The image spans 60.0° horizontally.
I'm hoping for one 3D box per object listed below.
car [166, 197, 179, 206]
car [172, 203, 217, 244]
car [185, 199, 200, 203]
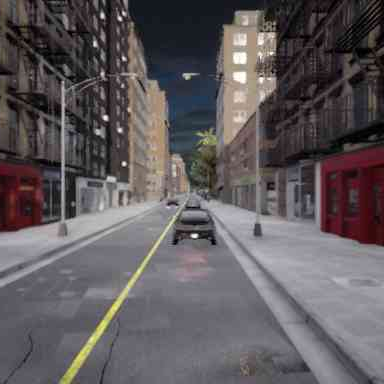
[{"bbox_3d":[-2.994,1.549,53.373,2.033,1.411,5.357,0,0,0],"label":"car"},{"bbox_3d":[0.104,1.506,15.773,1.837,1.490,4.892,0,0,0],"label":"car"},{"bbox_3d":[0.113,1.565,42.233,1.994,1.385,4.181,0,0,0],"label":"car"}]
